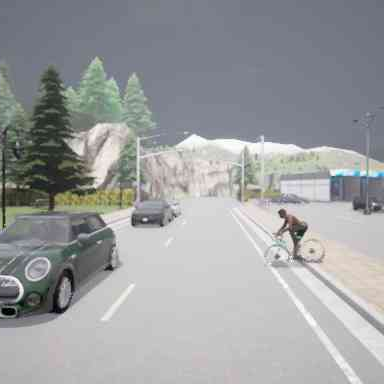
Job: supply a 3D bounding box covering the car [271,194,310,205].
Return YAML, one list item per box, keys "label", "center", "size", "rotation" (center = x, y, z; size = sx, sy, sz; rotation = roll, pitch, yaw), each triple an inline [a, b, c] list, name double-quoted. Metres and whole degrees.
- label: "car"
  center: [12.802, 0.986, 43.193]
  size: [4.902, 1.511, 2.128]
  rotation: [1, 1, 5]

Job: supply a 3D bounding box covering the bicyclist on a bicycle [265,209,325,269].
- label: "bicyclist on a bicycle"
  center: [2.771, 1.260, 9.215]
  size: [1.656, 1.620, 0.582]
  rotation: [-9, 0, 4]

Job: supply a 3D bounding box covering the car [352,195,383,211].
- label: "car"
  center: [16.035, 1.010, 29.836]
  size: [2.007, 1.523, 4.514]
  rotation: [0, 1, 4]

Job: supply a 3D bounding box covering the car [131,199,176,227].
- label: "car"
  center: [-2.383, 1.217, 20.552]
  size: [1.882, 1.535, 5.008]
  rotation: [0, 1, 4]

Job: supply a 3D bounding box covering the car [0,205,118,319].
- label: "car"
  center: [-3.226, 1.251, 7.440]
  size: [2.097, 1.767, 4.553]
  rotation: [0, 1, 4]

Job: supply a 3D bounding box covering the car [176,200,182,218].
- label: "car"
  center: [-1.915, 1.335, 26.519]
  size: [1.895, 1.301, 4.718]
  rotation: [0, 1, 4]
